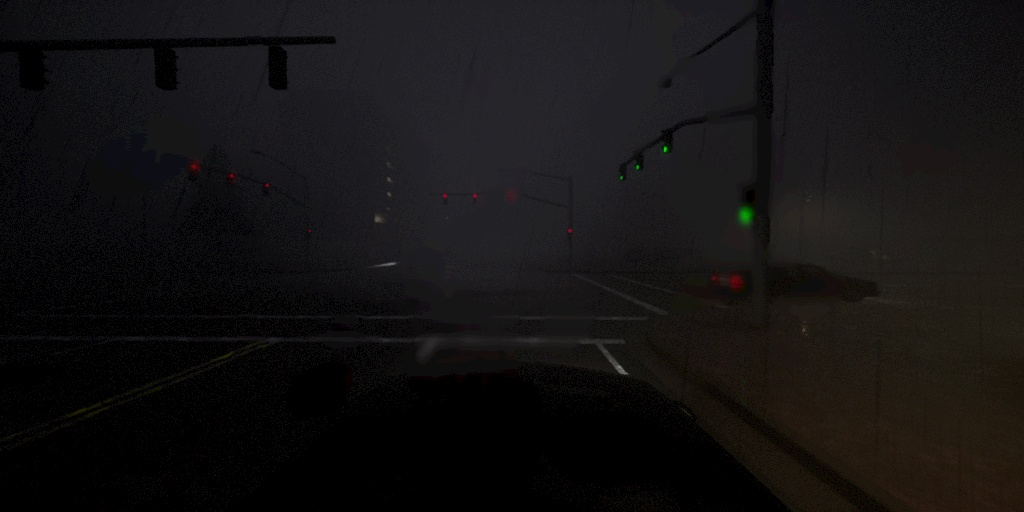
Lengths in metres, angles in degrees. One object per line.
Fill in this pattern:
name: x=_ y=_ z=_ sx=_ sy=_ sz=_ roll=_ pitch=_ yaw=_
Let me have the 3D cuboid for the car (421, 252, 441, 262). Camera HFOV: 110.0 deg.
car: x=-11.016 y=0.115 z=48.919 sx=1.895 sy=1.301 sz=4.718 roll=0 pitch=2 yaw=1

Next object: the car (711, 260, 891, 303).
car: x=10.710 y=0.986 z=13.814 sx=5.357 sy=1.411 sz=2.033 roll=0 pitch=1 yaw=1
